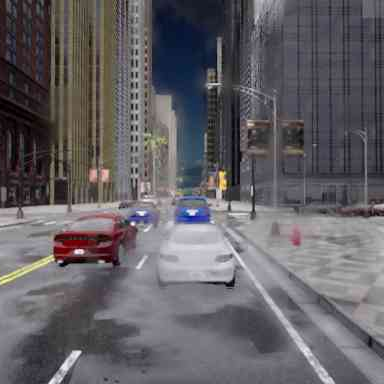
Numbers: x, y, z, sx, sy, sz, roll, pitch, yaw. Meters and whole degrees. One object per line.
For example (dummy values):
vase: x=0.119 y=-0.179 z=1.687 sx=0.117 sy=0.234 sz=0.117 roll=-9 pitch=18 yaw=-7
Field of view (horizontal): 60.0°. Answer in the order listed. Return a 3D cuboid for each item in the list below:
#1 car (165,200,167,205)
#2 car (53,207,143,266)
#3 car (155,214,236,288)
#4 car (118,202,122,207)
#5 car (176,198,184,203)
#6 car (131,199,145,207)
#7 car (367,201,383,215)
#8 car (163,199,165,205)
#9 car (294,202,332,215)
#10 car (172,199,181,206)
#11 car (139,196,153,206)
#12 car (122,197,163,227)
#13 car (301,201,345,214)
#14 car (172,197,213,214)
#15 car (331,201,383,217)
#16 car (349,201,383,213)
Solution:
car: x=-6.506 y=2.096 z=70.507 sx=1.812 sy=1.442 sz=4.674 roll=0 pitch=-1 yaw=0
car: x=-3.151 y=1.527 z=11.796 sx=1.882 sy=1.535 sz=5.008 roll=0 pitch=0 yaw=0
car: x=0.096 y=1.562 z=9.229 sx=1.812 sy=1.442 sz=4.674 roll=0 pitch=0 yaw=0
car: x=-9.852 y=1.918 z=50.794 sx=2.033 sy=1.411 sz=5.357 roll=0 pitch=-1 yaw=0
car: x=-3.257 y=2.345 z=90.414 sx=1.994 sy=1.385 sz=4.181 roll=0 pitch=-1 yaw=0
car: x=-9.824 y=1.994 z=60.703 sx=1.812 sy=1.442 sz=4.674 roll=0 pitch=-1 yaw=1
car: x=21.748 y=1.666 z=35.920 sx=4.674 sy=1.442 sz=1.812 roll=0 pitch=-1 yaw=-1
car: x=-6.575 y=1.971 z=60.550 sx=1.837 sy=1.490 sz=4.892 roll=0 pitch=-1 yaw=0
car: x=13.194 y=1.733 z=35.788 sx=4.181 sy=1.385 sz=1.994 roll=0 pitch=-1 yaw=-1
car: x=-3.155 y=2.079 z=68.798 sx=1.812 sy=1.442 sz=4.674 roll=0 pitch=-1 yaw=0
car: x=-9.756 y=1.805 z=71.278 sx=2.150 sy=2.045 sz=5.566 roll=0 pitch=-1 yaw=0
car: x=-3.394 y=1.478 z=23.654 sx=2.097 sy=1.767 sz=4.553 roll=0 pitch=0 yaw=-4
car: x=15.181 y=1.768 z=38.573 sx=4.313 sy=1.339 sz=1.947 roll=0 pitch=-1 yaw=-1
car: x=0.106 y=1.330 z=21.132 sx=2.150 sy=2.045 sz=5.566 roll=0 pitch=0 yaw=2
car: x=15.312 y=1.659 z=30.050 sx=4.206 sy=1.307 sz=1.802 roll=0 pitch=-1 yaw=-1
car: x=20.821 y=1.749 z=38.661 sx=4.313 sy=1.339 sz=1.947 roll=0 pitch=-1 yaw=-1
